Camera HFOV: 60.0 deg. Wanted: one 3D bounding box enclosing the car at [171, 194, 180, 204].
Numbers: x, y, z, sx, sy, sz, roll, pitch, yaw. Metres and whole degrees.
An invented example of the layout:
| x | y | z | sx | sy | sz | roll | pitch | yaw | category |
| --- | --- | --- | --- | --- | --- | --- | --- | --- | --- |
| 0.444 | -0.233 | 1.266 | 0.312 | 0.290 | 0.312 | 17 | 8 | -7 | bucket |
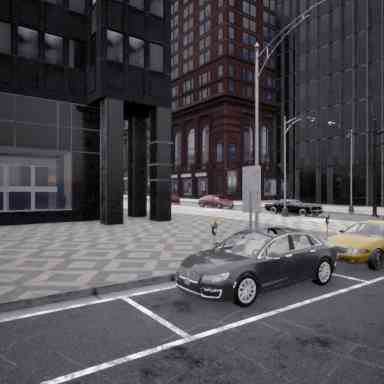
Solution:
| x | y | z | sx | sy | sz | roll | pitch | yaw | category |
| --- | --- | --- | --- | --- | --- | --- | --- | --- | --- |
| -3.457 | 0.803 | 43.918 | 1.882 | 1.535 | 5.008 | 0 | 1 | -36 | car |

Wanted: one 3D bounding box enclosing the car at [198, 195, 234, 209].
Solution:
| x | y | z | sx | sy | sz | roll | pitch | yaw | category |
| --- | --- | --- | --- | --- | --- | --- | --- | --- | --- |
| 2.505 | 1.032 | 35.685 | 1.812 | 1.442 | 4.674 | 0 | 1 | -36 | car |

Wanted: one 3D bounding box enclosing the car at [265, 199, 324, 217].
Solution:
| x | y | z | sx | sy | sz | roll | pitch | yaw | category |
| --- | --- | --- | --- | --- | --- | --- | --- | --- | --- |
| 8.398 | 1.293 | 27.566 | 1.895 | 1.301 | 4.718 | 0 | 1 | -36 | car |

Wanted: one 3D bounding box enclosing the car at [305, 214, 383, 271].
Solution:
| x | y | z | sx | sy | sz | roll | pitch | yaw | category |
| --- | --- | --- | --- | --- | --- | --- | --- | --- | --- |
| 6.019 | 1.526 | 10.978 | 4.829 | 1.417 | 1.752 | 0 | 0 | -36 | car |

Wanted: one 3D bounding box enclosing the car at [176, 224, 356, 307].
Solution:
| x | y | z | sx | sy | sz | roll | pitch | yaw | category |
| --- | --- | --- | --- | --- | --- | --- | --- | --- | --- |
| 1.678 | 1.551 | 7.863 | 4.403 | 1.369 | 2.008 | 0 | 0 | -36 | car |
